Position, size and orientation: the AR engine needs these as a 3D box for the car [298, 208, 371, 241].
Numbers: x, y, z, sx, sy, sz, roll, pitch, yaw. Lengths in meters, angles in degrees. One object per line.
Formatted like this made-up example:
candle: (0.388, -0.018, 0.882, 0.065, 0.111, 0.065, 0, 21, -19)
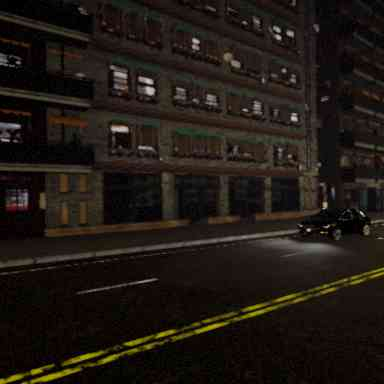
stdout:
car: (7.502, 1.607, 17.333, 4.892, 1.490, 1.837, 1, -1, -37)
